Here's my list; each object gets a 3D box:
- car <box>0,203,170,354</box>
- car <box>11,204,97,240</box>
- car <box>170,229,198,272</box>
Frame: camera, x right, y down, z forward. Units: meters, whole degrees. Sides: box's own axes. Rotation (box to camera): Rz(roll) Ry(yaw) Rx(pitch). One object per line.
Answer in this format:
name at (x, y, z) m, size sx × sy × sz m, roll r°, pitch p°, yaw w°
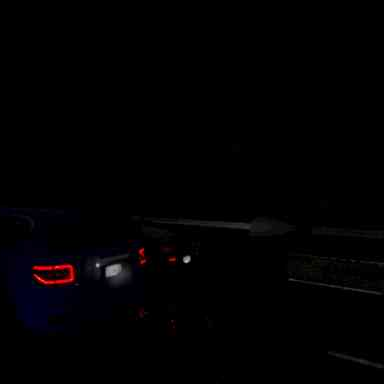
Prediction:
car at (-3.311, 1.224, 6.351) m, size 5.566 × 2.045 × 2.150 m, roll 0°, pitch 0°, yaw 35°
car at (-7.547, 1.483, 17.964) m, size 5.008 × 1.535 × 1.882 m, roll 0°, pitch 0°, yaw 35°
car at (-2.002, 1.527, 9.715) m, size 4.674 × 1.442 × 1.812 m, roll 0°, pitch 0°, yaw 35°
